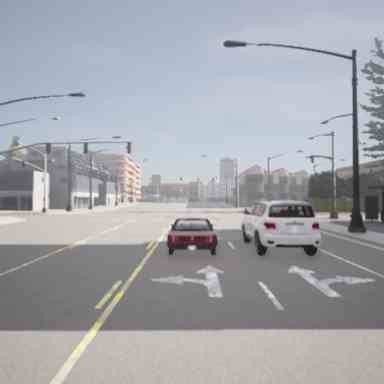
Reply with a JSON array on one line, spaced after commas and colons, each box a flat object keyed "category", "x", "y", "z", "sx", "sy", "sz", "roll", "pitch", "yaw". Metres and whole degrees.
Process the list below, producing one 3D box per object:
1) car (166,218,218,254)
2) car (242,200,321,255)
[{"category": "car", "x": 0.007, "y": 1.737, "z": 14.115, "sx": 1.895, "sy": 1.301, "sz": 4.718, "roll": 0, "pitch": -1, "yaw": 0}, {"category": "car", "x": 3.506, "y": 1.352, "z": 14.008, "sx": 2.150, "sy": 2.045, "sz": 5.566, "roll": 0, "pitch": 0, "yaw": 0}]
